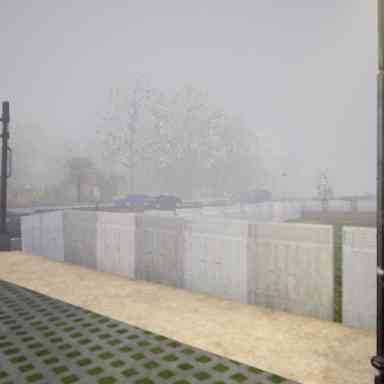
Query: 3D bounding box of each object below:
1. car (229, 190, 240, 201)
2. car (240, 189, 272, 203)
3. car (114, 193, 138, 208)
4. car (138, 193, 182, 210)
[{"bbox_3d":[7.865,0.511,53.338,2.097,1.767,4.553,3,3,41],"label":"car"},{"bbox_3d":[10.306,0.567,51.190,2.150,2.045,5.566,3,3,41],"label":"car"},{"bbox_3d":[-6.376,0.879,37.223,1.882,1.535,5.008,3,3,41],"label":"car"},{"bbox_3d":[-3.119,1.037,36.015,1.837,1.490,4.892,3,3,41],"label":"car"}]
